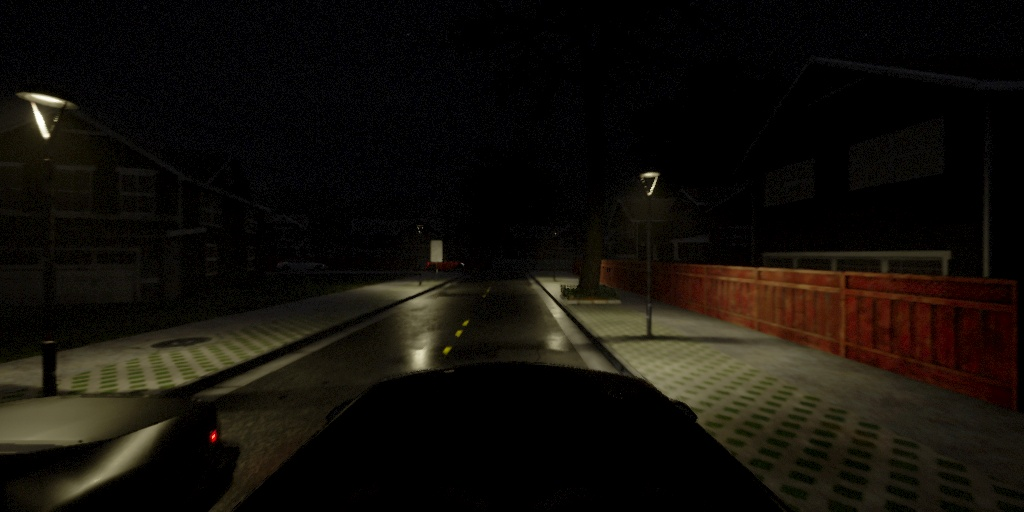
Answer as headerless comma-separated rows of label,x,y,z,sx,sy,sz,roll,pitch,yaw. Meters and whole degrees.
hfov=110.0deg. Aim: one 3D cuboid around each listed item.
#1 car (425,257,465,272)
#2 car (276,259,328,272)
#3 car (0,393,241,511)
car,-7.883,0.959,42.573,4.553,1.767,2.097,1,0,-20
car,-21.896,0.997,37.476,4.674,1.442,1.812,1,0,-20
car,-2.849,1.298,0.127,2.033,1.411,5.357,0,0,0
